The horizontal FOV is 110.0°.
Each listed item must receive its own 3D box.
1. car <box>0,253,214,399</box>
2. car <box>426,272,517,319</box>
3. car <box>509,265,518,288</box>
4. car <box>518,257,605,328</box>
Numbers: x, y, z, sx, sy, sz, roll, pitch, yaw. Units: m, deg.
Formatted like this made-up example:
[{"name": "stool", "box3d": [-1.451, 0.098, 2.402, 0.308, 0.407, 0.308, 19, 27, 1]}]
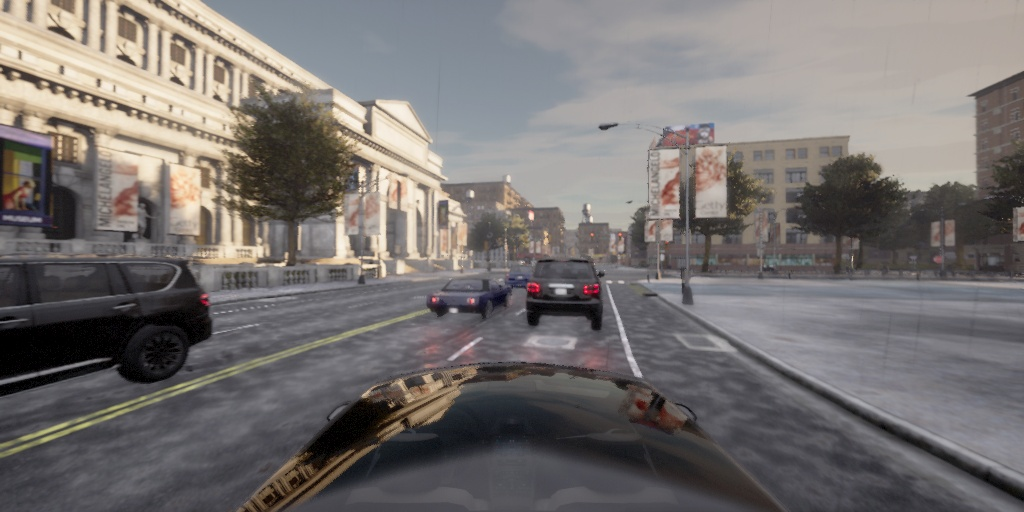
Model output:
[{"name": "car", "box3d": [-6.828, 0.969, 4.363, 2.150, 2.045, 5.566, 0, -1, 6]}, {"name": "car", "box3d": [-1.350, 1.457, 13.496, 1.895, 1.301, 4.718, 0, -1, 13]}, {"name": "car", "box3d": [0.968, 1.309, 23.216, 2.097, 1.767, 4.553, 0, -1, 14]}, {"name": "car", "box3d": [1.902, 1.075, 12.110, 2.150, 2.045, 5.566, 0, -1, 13]}]
